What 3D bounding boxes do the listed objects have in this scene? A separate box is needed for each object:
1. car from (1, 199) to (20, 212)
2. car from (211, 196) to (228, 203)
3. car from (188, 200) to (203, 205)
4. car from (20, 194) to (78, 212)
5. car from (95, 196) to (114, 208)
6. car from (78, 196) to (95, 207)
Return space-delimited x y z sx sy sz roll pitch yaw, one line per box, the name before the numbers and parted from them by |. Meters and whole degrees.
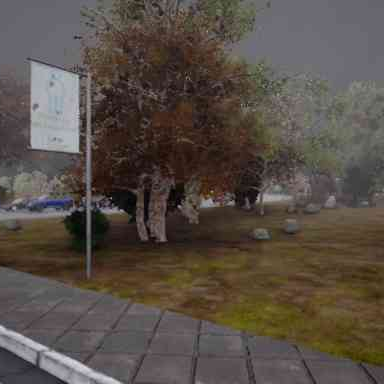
car | -20.797 1.568 41.081 1.837 1.490 4.892 0 0 38
car | 5.681 1.416 65.087 2.033 1.411 5.357 0 0 31
car | -0.138 1.540 56.432 1.895 1.301 4.718 0 0 35
car | -17.097 1.275 40.105 2.150 2.045 5.566 0 0 39
car | -11.003 1.374 47.907 2.097 1.767 4.553 0 0 37
car | -14.814 1.387 48.700 2.097 1.767 4.553 0 0 38
